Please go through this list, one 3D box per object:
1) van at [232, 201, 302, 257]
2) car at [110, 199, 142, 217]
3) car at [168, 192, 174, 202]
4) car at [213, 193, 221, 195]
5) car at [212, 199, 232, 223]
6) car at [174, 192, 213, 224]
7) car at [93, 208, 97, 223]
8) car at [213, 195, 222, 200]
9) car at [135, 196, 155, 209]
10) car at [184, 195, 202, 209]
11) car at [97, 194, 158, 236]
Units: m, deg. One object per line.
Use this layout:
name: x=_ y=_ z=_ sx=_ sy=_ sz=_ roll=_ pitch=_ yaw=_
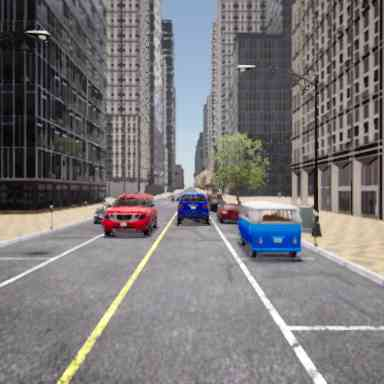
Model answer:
van: x=2.688 y=1.269 z=12.250 sx=1.690 sy=1.788 sz=3.998 roll=0 pitch=0 yaw=0
car: x=-5.698 y=1.387 z=29.342 sx=1.947 sy=1.339 sz=4.313 roll=0 pitch=0 yaw=0
car: x=-3.022 y=1.075 z=63.356 sx=2.128 sy=1.511 sz=4.902 roll=0 pitch=0 yaw=0
car: x=2.679 y=1.059 z=40.737 sx=2.192 sy=1.841 sz=5.009 roll=0 pitch=0 yaw=0
car: x=2.684 y=1.439 z=23.649 sx=1.802 sy=1.307 sz=4.206 roll=0 pitch=0 yaw=0
car: x=0.092 y=1.078 z=23.830 sx=2.150 sy=2.045 sz=5.566 roll=0 pitch=0 yaw=0
car: x=-5.696 y=1.409 z=23.646 sx=2.008 sy=1.369 sz=4.403 roll=0 pitch=0 yaw=0
car: x=2.680 y=1.348 z=35.042 sx=1.947 sy=1.339 sz=4.313 roll=0 pitch=0 yaw=0
car: x=-5.702 y=1.271 z=40.566 sx=1.752 sy=1.417 sz=4.829 roll=0 pitch=0 yaw=0
car: x=0.086 y=1.225 z=42.213 sx=2.128 sy=1.511 sz=4.902 roll=0 pitch=0 yaw=0
car: x=-3.107 y=1.116 z=17.872 sx=2.150 sy=2.045 sz=5.566 roll=0 pitch=0 yaw=0
